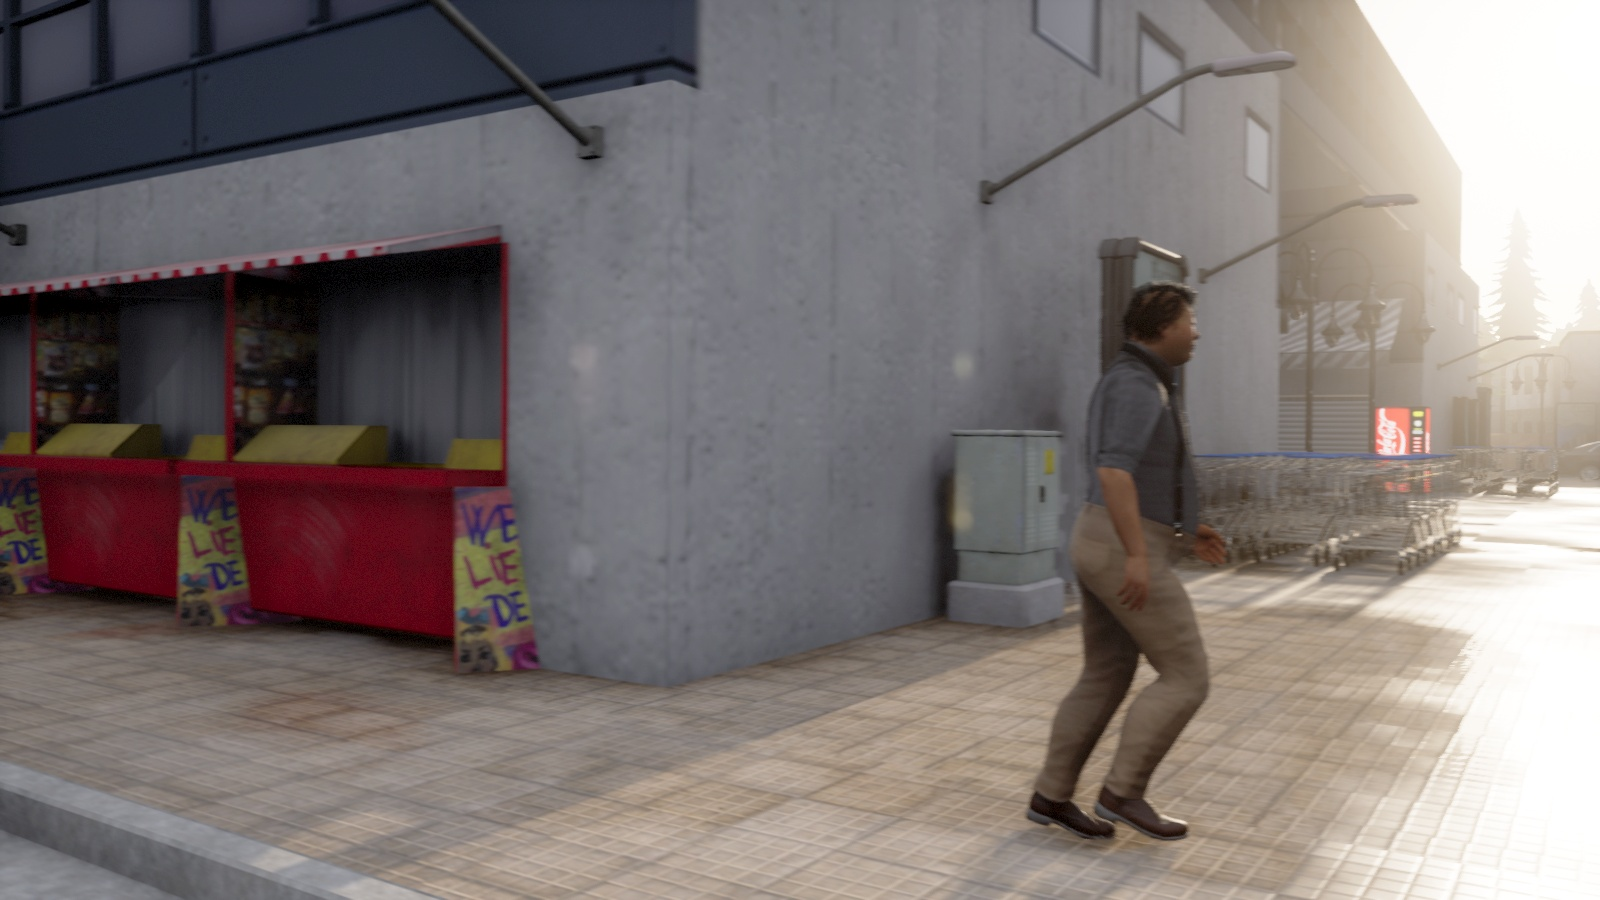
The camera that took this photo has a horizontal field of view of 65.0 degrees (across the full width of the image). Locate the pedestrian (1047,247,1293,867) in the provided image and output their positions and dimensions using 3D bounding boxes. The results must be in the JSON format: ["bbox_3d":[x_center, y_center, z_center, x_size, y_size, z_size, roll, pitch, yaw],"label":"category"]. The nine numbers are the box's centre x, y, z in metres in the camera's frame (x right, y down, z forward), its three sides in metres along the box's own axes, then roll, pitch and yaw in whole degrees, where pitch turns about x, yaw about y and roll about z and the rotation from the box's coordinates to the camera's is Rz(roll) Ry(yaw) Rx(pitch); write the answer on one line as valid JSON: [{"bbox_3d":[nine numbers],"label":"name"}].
[{"bbox_3d":[1.168,0.319,4.063,0.694,1.848,0.540,0,1,9],"label":"pedestrian"}]

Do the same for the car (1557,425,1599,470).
[{"bbox_3d":[28.498,-0.101,42.427,4.892,1.490,1.837,0,1,35],"label":"car"}]

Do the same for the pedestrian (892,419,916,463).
[{"bbox_3d":[4.503,-0.389,54.279,0.849,1.883,0.563,0,1,36],"label":"pedestrian"}]
